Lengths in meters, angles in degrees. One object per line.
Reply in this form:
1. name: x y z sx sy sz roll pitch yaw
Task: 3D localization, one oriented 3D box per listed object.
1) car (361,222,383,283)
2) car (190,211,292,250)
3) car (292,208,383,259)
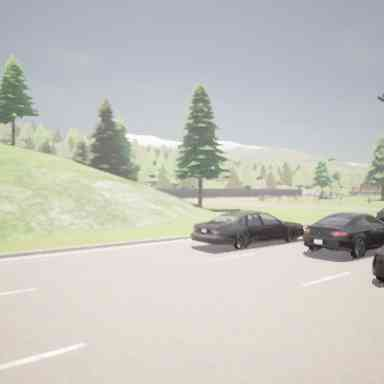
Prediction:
1. car: 6.365 1.528 8.341 4.181 1.385 1.994 0 0 -36
2. car: 2.486 1.516 14.171 5.357 1.411 2.033 0 0 -36
3. car: 6.052 1.485 12.434 4.674 1.442 1.812 0 0 -36
